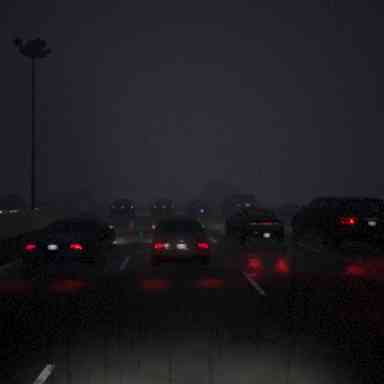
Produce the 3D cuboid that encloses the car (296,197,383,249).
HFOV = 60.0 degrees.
[{"bbox_3d":[6.346,1.213,14.765,2.150,2.045,5.566,0,0,-4],"label":"car"}]

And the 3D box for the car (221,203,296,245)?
[{"bbox_3d":[2.758,1.485,15.559,2.128,1.511,4.902,0,0,-5],"label":"car"}]

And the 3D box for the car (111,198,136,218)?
[{"bbox_3d":[-6.217,1.347,30.220,2.097,1.767,4.553,0,0,-10],"label":"car"}]

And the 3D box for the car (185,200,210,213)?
[{"bbox_3d":[0.506,1.515,32.397,1.812,1.442,4.674,0,0,-10],"label":"car"}]

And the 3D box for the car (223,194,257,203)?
[{"bbox_3d":[4.332,1.210,30.883,2.150,2.045,5.566,0,0,-9],"label":"car"}]

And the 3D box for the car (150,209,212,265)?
[{"bbox_3d":[-0.453,1.544,11.688,2.033,1.411,5.357,0,0,-4],"label":"car"}]

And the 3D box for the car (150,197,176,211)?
[{"bbox_3d":[-2.746,1.344,30.669,2.097,1.767,4.553,0,0,-10],"label":"car"}]

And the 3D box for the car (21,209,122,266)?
[{"bbox_3d":[-3.947,1.548,11.541,2.033,1.411,5.357,0,0,-4],"label":"car"}]
